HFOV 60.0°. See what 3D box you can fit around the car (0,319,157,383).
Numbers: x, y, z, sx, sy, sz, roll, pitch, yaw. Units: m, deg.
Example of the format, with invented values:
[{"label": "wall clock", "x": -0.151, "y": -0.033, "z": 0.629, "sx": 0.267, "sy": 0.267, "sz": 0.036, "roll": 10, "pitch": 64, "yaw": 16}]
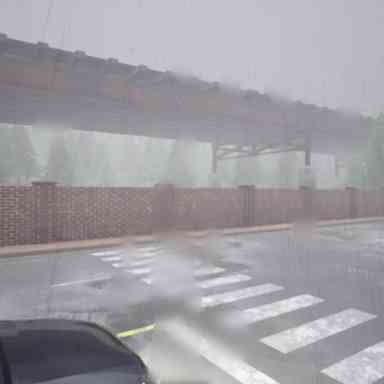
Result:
[{"label": "car", "x": -2.246, "y": 1.564, "z": 2.145, "sx": 4.181, "sy": 1.385, "sz": 1.994, "roll": 0, "pitch": 0, "yaw": -35}]
